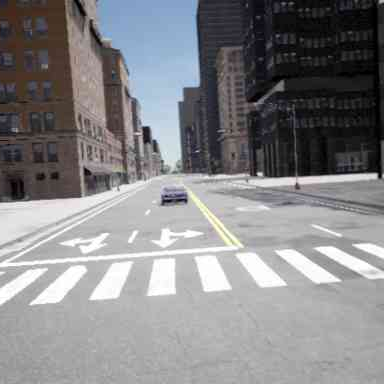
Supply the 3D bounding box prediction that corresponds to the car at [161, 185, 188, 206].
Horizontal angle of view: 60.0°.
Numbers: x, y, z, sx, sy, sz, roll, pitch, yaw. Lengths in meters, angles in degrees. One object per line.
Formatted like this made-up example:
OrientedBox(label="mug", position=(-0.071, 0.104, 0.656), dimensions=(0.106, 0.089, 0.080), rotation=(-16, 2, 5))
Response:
OrientedBox(label="car", position=(-1.319, 0.171, 24.236), dimensions=(1.895, 1.301, 4.718), rotation=(-4, 4, -3))
